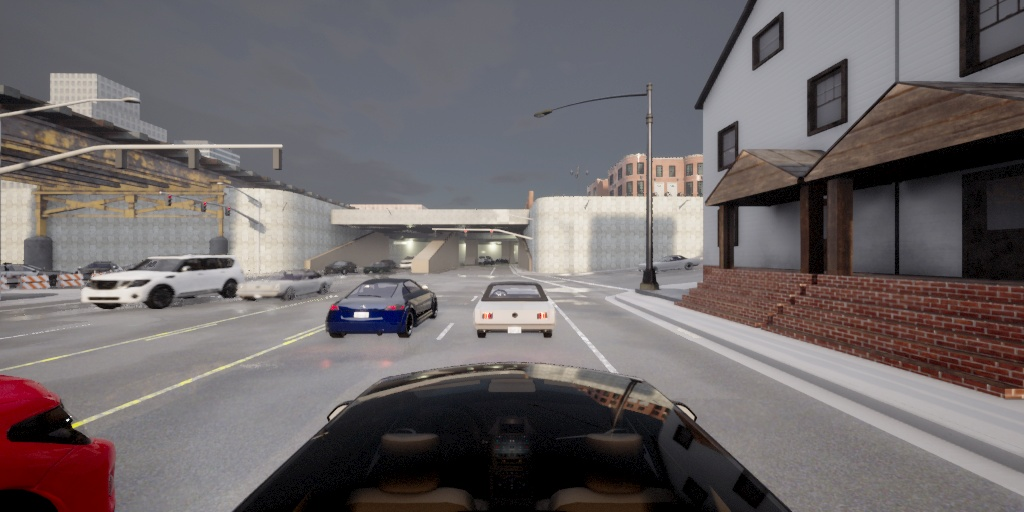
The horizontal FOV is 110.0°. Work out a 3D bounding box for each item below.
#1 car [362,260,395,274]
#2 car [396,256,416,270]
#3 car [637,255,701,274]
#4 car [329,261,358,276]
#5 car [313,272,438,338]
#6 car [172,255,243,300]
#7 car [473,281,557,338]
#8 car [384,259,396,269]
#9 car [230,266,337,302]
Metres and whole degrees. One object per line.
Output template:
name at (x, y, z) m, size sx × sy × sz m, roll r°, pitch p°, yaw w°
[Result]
car at (-14.603, 1.351, 39.021) m, size 1.895 × 1.301 × 4.718 m, roll 0°, pitch 0°, yaw -3°
car at (-15.026, 0.967, 53.595) m, size 2.150 × 2.045 × 5.566 m, roll 0°, pitch 1°, yaw -2°
car at (13.056, 0.665, 30.135) m, size 4.718 × 1.301 × 1.895 m, roll -7°, pitch 0°, yaw 0°
car at (-18.010, 1.227, 37.966) m, size 1.882 × 1.535 × 5.008 m, roll 0°, pitch 0°, yaw -4°
car at (-3.431, 1.314, 10.201) m, size 1.994 × 1.385 × 4.181 m, roll 0°, pitch 0°, yaw 0°
car at (-14.032, 0.971, 15.081) m, size 2.150 × 2.045 × 5.566 m, roll 0°, pitch 0°, yaw 1°
car at (0.071, 1.351, 10.156) m, size 1.895 × 1.301 × 4.718 m, roll 0°, pitch 0°, yaw 0°
car at (-18.513, 1.227, 52.984) m, size 1.882 × 1.535 × 5.008 m, roll 0°, pitch 0°, yaw -1°
car at (-10.528, 1.353, 17.041) m, size 1.895 × 1.301 × 4.718 m, roll 0°, pitch 0°, yaw 0°
